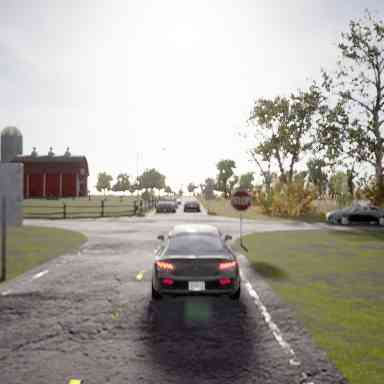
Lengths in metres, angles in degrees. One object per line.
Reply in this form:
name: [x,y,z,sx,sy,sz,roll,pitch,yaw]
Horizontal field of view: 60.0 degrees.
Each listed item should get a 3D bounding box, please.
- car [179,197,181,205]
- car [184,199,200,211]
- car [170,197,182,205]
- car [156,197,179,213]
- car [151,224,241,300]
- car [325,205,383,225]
car: [-2.954,1.574,47.668,1.837,1.490,4.892,0,0,0]
car: [-0.008,1.622,42.291,1.994,1.385,4.181,0,0,0]
car: [-2.937,1.647,61.785,2.033,1.411,5.357,0,0,0]
car: [-2.941,1.403,38.270,2.097,1.767,4.553,0,0,0]
car: [0.075,1.534,8.307,1.812,1.442,4.674,0,0,0]
car: [12.920,1.756,25.789,4.902,1.511,2.128,1,-1,0]
